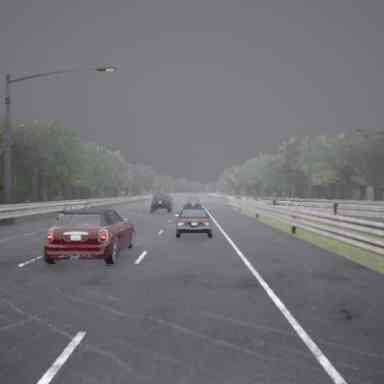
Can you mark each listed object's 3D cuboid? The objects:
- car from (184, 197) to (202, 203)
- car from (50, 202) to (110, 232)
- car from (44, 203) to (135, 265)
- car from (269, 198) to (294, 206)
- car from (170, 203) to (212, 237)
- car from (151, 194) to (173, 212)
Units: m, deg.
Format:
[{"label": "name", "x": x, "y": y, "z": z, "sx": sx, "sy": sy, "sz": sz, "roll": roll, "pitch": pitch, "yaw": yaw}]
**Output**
[{"label": "car", "x": 0.106, "y": 1.366, "z": 38.241, "sx": 2.097, "sy": 1.767, "sz": 4.553, "roll": 0, "pitch": 0, "yaw": 0}, {"label": "car", "x": -6.903, "y": 1.461, "z": 21.074, "sx": 2.128, "sy": 1.511, "sz": 4.902, "roll": 0, "pitch": 0, "yaw": 0}, {"label": "car", "x": -3.398, "y": 1.355, "z": 11.884, "sx": 2.097, "sy": 1.767, "sz": 4.553, "roll": 0, "pitch": 0, "yaw": 0}, {"label": "car", "x": 12.531, "y": 1.626, "z": 46.927, "sx": 1.837, "sy": 1.490, "sz": 4.892, "roll": 0, "pitch": 0, "yaw": -14}, {"label": "car", "x": 0.102, "y": 1.552, "z": 18.154, "sx": 2.033, "sy": 1.411, "sz": 5.357, "roll": 0, "pitch": 0, "yaw": 0}, {"label": "car", "x": -3.395, "y": 1.235, "z": 38.180, "sx": 2.150, "sy": 2.045, "sz": 5.566, "roll": 0, "pitch": 0, "yaw": 0}]
